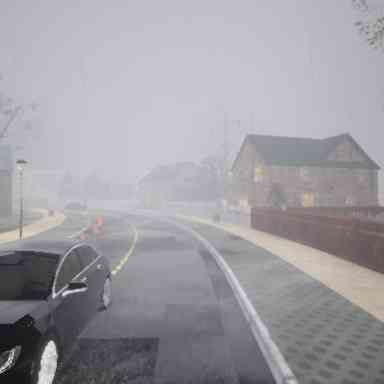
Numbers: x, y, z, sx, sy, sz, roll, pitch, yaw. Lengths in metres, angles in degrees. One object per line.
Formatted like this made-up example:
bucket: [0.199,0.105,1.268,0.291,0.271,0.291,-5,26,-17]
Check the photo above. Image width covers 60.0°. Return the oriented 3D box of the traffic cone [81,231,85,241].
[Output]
traffic cone: [-5.238,2.165,15.958,0.340,0.580,0.340,0,-1,-7]

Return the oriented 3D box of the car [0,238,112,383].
car: [-2.543,1.576,5.165,1.837,1.490,4.892,0,-1,-1]

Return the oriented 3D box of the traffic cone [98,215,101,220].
traffic cone: [-7.011,2.280,25.465,0.340,0.580,0.340,0,-1,-14]

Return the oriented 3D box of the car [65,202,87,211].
car: [-18.110,2.232,51.804,1.895,1.301,4.718,1,-1,-40]

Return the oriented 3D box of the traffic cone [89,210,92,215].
traffic cone: [-11.938,2.440,39.099,0.340,0.580,0.340,1,-1,-25]
